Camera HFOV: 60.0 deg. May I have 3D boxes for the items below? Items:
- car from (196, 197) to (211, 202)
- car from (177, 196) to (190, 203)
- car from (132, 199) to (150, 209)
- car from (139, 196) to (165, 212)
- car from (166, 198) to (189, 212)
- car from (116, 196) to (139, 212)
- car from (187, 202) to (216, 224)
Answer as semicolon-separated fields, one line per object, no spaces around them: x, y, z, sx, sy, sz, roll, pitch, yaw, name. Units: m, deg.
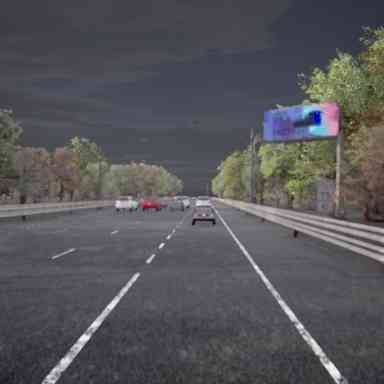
1.752;1.693;50.302;2.150;2.045;5.566;0;0;3;car
-1.575;1.746;56.276;2.150;2.045;5.566;0;-1;2;car
-8.572;2.006;56.499;2.128;1.511;4.902;0;-1;2;car
-5.453;1.637;45.990;2.150;2.045;5.566;0;-1;2;car
-1.956;1.911;45.829;2.128;1.511;4.902;0;-1;2;car
-8.951;1.632;46.118;2.150;2.045;5.566;0;-1;2;car
0.960;1.798;27.029;2.033;1.411;5.357;0;-1;2;car
